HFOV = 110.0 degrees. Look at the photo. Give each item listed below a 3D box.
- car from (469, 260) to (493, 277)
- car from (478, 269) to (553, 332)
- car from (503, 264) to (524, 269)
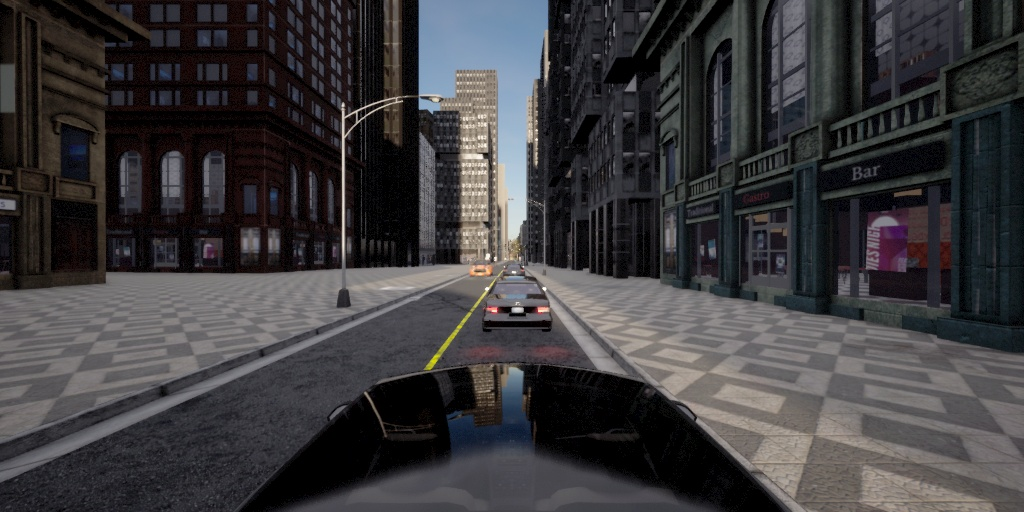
[{"bbox_3d":[-3.013,1.173,36.035,2.097,1.767,4.553,0,0,0],"label":"car"},{"bbox_3d":[0.124,1.304,10.838,2.033,1.411,5.357,0,0,0],"label":"car"},{"bbox_3d":[0.178,1.367,32.484,1.994,1.385,4.181,0,0,0],"label":"car"}]
